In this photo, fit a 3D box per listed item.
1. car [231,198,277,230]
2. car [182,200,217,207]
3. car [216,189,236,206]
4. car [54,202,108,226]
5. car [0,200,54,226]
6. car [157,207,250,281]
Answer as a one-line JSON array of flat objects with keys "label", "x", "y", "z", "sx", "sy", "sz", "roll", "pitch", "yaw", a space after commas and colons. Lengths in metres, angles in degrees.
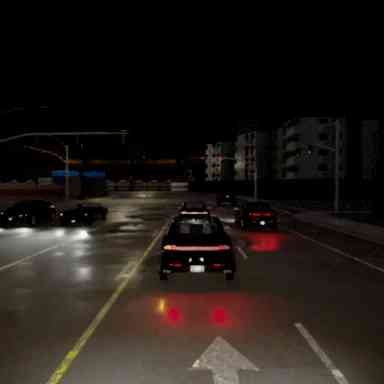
[{"label": "car", "x": 3.639, "y": 1.315, "z": 19.558, "sx": 1.837, "sy": 1.490, "sz": 4.892, "roll": 0, "pitch": 1, "yaw": 0}, {"label": "car", "x": 0.140, "y": 1.293, "z": 19.946, "sx": 2.128, "sy": 1.511, "sz": 4.902, "roll": 0, "pitch": 1, "yaw": 0}, {"label": "car", "x": 4.177, "y": 0.589, "z": 40.931, "sx": 2.150, "sy": 2.045, "sz": 5.566, "roll": 1, "pitch": 1, "yaw": 2}, {"label": "car", "x": -6.958, "y": 1.377, "z": 21.726, "sx": 1.895, "sy": 1.301, "sz": 4.718, "roll": 0, "pitch": 1, "yaw": 0}, {"label": "car", "x": -10.462, "y": 1.296, "z": 21.580, "sx": 1.837, "sy": 1.490, "sz": 4.892, "roll": 0, "pitch": 0, "yaw": 0}, {"label": "car", "x": 0.117, "y": 1.412, "z": 9.543, "sx": 2.128, "sy": 1.511, "sz": 4.902, "roll": 0, "pitch": 0, "yaw": 0}]
